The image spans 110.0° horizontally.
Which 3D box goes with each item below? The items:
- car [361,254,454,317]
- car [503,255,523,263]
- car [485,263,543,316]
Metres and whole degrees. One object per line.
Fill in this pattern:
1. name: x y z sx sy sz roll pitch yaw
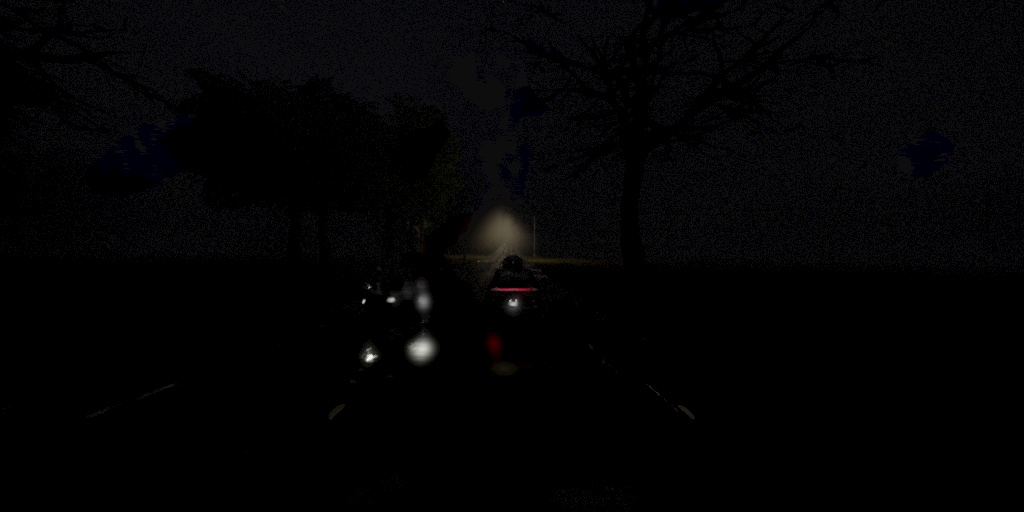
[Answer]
1. car: -3.565 0.937 13.408 2.150 2.045 5.566 0 0 0
2. car: 0.113 0.704 40.420 2.097 1.767 4.553 0 1 0
3. car: 0.082 1.209 13.136 2.128 1.511 4.902 0 0 0
